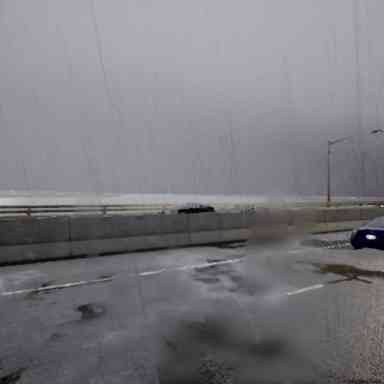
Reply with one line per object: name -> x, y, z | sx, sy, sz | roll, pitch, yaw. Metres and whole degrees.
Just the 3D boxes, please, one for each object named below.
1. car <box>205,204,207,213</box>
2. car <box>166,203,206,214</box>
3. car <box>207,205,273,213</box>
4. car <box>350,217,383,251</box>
car -> 3.593, 1.792, 27.950 | 4.181, 1.385, 1.994 | 1, 0, -35
car -> -0.082, 1.696, 29.647 | 4.902, 1.511, 2.128 | 1, 0, -35
car -> 3.872, 1.694, 23.870 | 4.902, 1.511, 2.128 | 1, 0, -35
car -> 8.604, 1.745, 14.118 | 4.181, 1.385, 1.994 | 1, 0, -35
